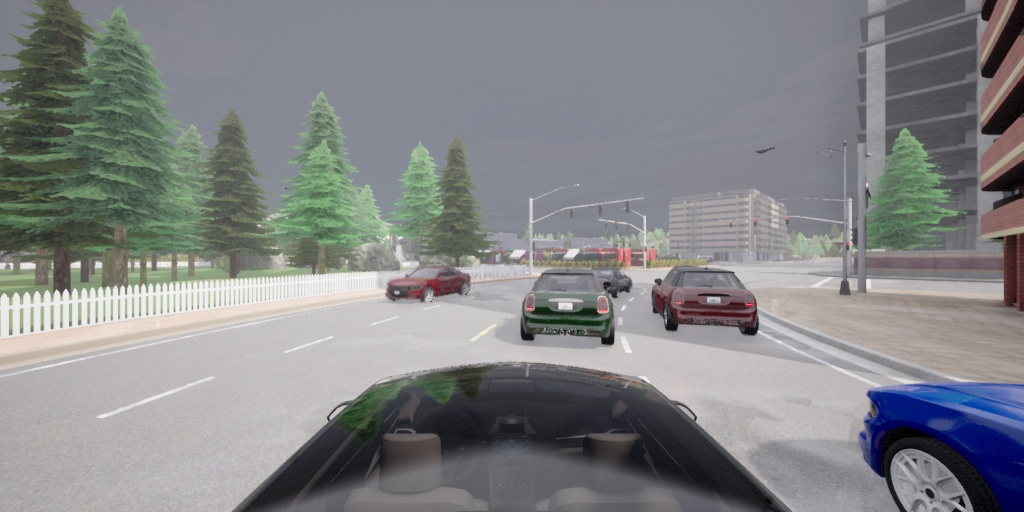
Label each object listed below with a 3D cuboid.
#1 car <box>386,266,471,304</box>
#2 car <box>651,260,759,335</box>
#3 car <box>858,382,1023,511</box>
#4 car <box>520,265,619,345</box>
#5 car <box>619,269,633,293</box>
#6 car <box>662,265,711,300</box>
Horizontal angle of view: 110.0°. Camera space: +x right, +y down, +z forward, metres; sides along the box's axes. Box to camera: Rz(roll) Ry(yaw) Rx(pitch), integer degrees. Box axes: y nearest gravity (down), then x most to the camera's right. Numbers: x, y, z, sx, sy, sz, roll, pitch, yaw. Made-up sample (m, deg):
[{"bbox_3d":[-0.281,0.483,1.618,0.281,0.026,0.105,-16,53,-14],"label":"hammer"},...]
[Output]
[{"bbox_3d":[-3.736,1.229,16.835,1.882,1.535,5.008,0,0,22],"label":"car"},{"bbox_3d":[5.527,1.107,10.859,2.097,1.767,4.553,0,0,15],"label":"car"},{"bbox_3d":[3.814,1.229,0.869,1.882,1.535,5.008,0,0,0],"label":"car"},{"bbox_3d":[1.617,1.105,9.817,2.097,1.767,4.553,0,0,13],"label":"car"},{"bbox_3d":[4.868,1.304,18.569,2.033,1.411,5.357,0,0,29],"label":"car"},{"bbox_3d":[9.297,1.264,18.876,1.837,1.490,4.892,0,0,31],"label":"car"}]
